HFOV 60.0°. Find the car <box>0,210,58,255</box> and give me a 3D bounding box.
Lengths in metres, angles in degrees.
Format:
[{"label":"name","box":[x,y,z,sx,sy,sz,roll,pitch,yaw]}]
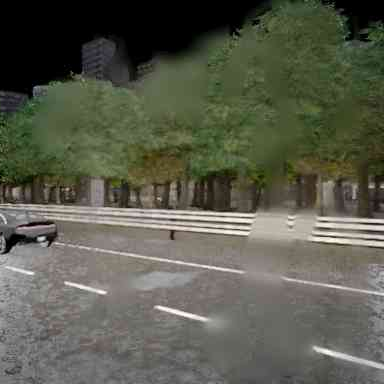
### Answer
[{"label":"car","box":[-7.434,1.495,13.469,4.902,1.511,2.128,0,0,35]}]
